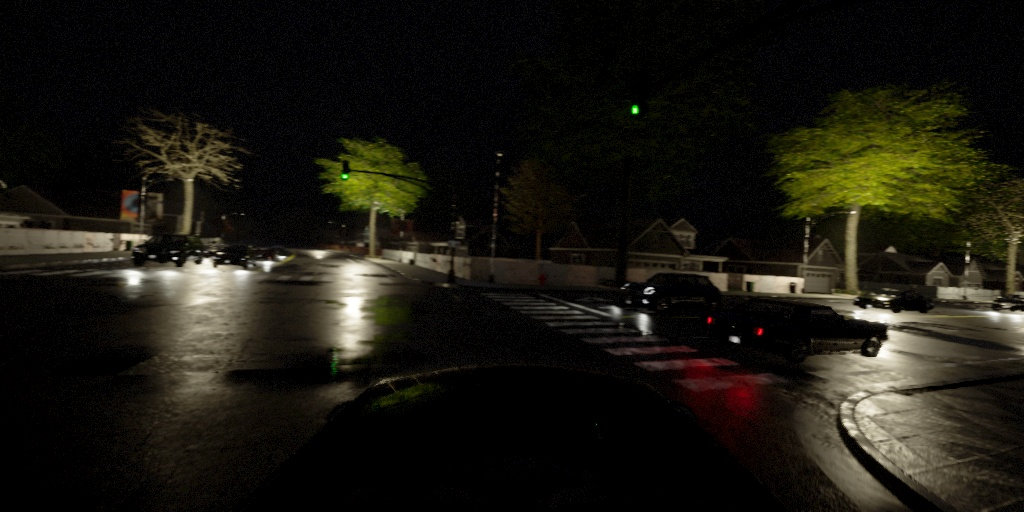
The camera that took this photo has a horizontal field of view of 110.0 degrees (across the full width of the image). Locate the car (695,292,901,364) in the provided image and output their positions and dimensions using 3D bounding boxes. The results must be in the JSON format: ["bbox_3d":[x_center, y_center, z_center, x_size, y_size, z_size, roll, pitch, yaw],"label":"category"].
[{"bbox_3d":[7.403,1.832,9.335,4.718,1.301,1.895,4,0,-20],"label":"car"}]

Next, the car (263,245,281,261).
[{"bbox_3d":[-24.045,-0.262,34.741,1.994,1.385,4.181,3,0,-28],"label":"car"}]

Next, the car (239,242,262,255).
[{"bbox_3d":[-35.031,-1.027,48.140,1.812,1.442,4.674,3,0,-29],"label":"car"}]

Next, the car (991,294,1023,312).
[{"bbox_3d":[40.750,3.832,28.706,4.902,1.511,2.128,4,0,-20],"label":"car"}]

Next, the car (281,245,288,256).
[{"bbox_3d":[-31.081,-0.745,47.728,1.994,1.385,4.181,3,0,-29],"label":"car"}]

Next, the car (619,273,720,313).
[{"bbox_3d":[7.183,1.537,16.287,4.553,1.767,2.097,4,0,-20],"label":"car"}]

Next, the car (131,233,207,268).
[{"bbox_3d":[-21.642,-0.416,22.898,2.150,2.045,5.566,3,0,-26],"label":"car"}]

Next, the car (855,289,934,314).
[{"bbox_3d":[24.148,2.802,22.618,5.357,1.411,2.033,4,0,-20],"label":"car"}]

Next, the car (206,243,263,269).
[{"bbox_3d":[-18.907,0.029,24.653,1.837,1.490,4.892,3,0,-26],"label":"car"}]

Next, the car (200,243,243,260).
[{"bbox_3d":[-27.189,-0.467,33.764,2.033,1.411,5.357,3,0,-27],"label":"car"}]
